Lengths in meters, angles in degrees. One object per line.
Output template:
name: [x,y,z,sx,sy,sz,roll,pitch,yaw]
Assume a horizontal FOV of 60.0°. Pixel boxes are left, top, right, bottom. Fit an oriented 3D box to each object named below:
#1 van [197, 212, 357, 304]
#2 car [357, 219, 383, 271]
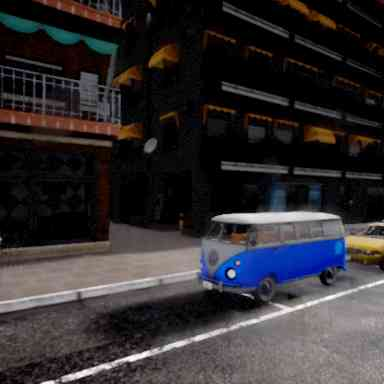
van: [2.032,1.396,8.018,3.998,1.788,1.690,1,0,-36]
car: [6.499,1.628,11.214,4.829,1.417,1.752,1,0,-36]
